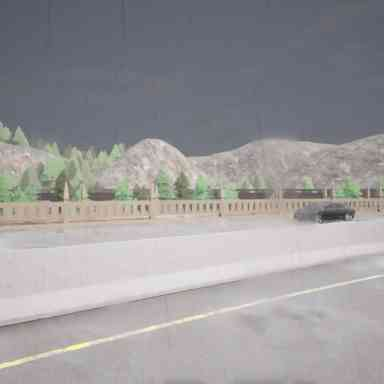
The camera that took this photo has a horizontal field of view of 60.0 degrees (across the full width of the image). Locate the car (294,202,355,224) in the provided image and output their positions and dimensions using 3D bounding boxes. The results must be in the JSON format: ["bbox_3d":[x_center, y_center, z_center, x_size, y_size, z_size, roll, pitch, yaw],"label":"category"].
[{"bbox_3d":[9.839,1.503,24.715,4.892,1.490,1.837,0,0,-22],"label":"car"}]
